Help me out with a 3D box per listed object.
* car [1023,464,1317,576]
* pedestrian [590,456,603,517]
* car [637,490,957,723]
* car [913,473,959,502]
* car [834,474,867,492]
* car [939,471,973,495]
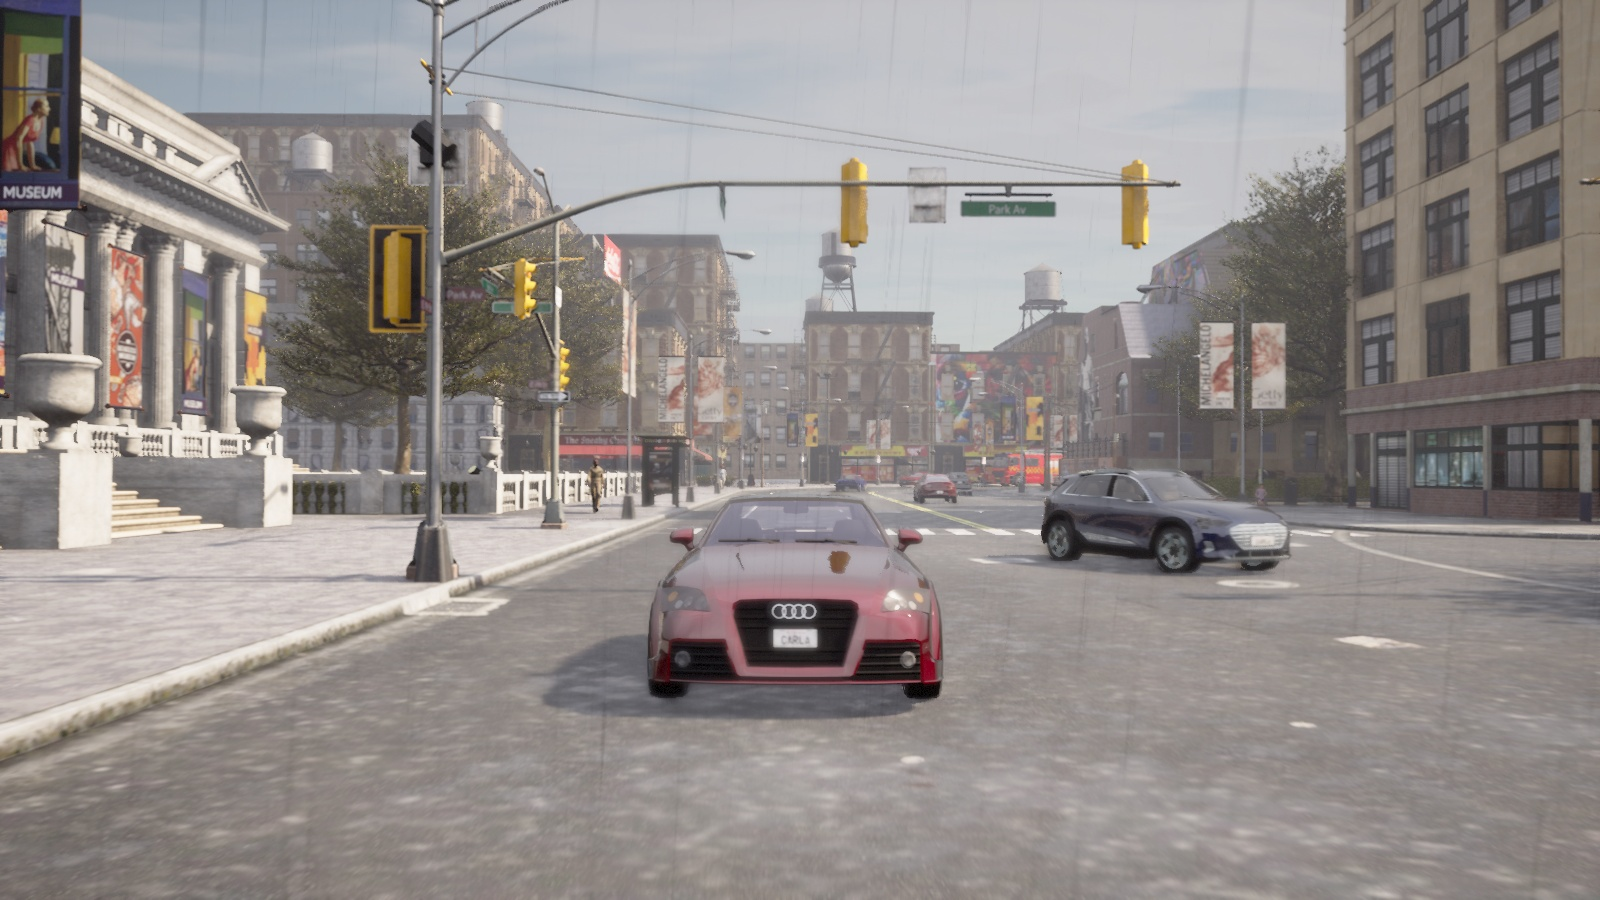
[{"bbox_3d":[6.012,1.074,21.109,2.033,1.649,4.856,0,-1,-25],"label":"car"},{"bbox_3d":[-6.593,1.180,40.744,0.396,1.930,0.692,0,-1,-8],"label":"pedestrian"},{"bbox_3d":[-0.024,1.045,9.955,1.994,1.385,4.181,0,-1,0],"label":"car"},{"bbox_3d":[6.843,1.881,63.788,1.812,1.442,4.674,0,-1,0],"label":"car"},{"bbox_3d":[3.842,2.486,94.748,1.895,1.301,4.718,0,-1,9],"label":"car"},{"bbox_3d":[10.294,2.141,82.938,1.789,1.549,3.705,0,-1,0],"label":"car"}]
